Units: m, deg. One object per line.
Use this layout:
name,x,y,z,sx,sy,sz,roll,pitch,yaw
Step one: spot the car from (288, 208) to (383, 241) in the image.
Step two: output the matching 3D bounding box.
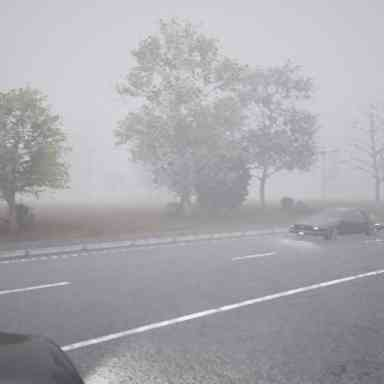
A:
car,7.377,1.523,16.680,5.357,1.411,2.033,0,0,-29

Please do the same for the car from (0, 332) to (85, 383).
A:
car,-2.640,1.554,1.758,4.181,1.385,1.994,0,0,-36
